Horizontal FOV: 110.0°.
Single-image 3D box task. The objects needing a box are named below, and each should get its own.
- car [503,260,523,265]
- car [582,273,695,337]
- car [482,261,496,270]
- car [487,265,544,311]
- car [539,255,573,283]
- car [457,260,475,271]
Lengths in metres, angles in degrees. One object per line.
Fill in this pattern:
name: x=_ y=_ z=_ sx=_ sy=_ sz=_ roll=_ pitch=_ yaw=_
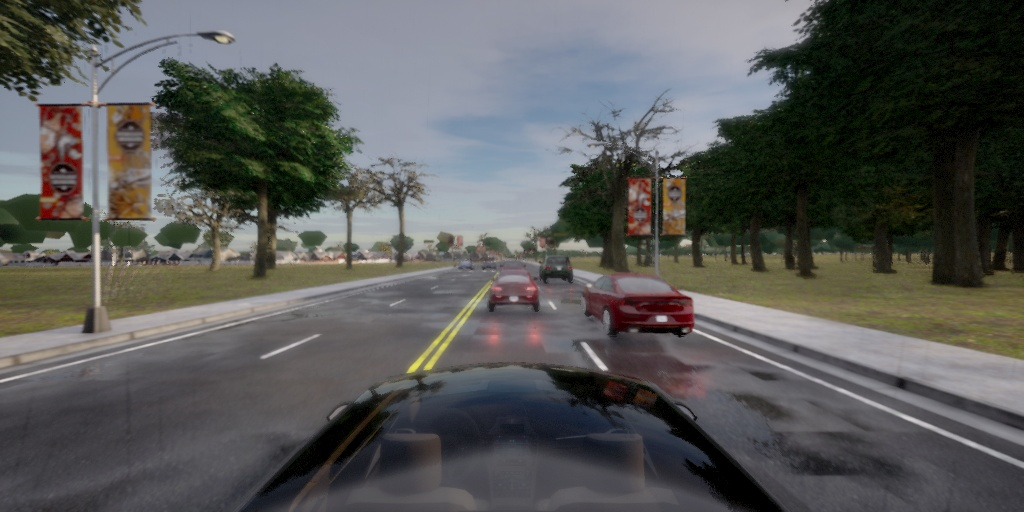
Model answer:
car: x=0.079 y=1.092 z=28.484 sx=2.097 sy=1.767 sz=4.553 roll=0 pitch=0 yaw=0
car: x=3.301 y=1.219 z=10.339 sx=1.882 sy=1.535 sz=5.008 roll=0 pitch=0 yaw=0
car: x=-3.307 y=1.371 z=52.532 sx=1.994 sy=1.385 sz=4.181 roll=0 pitch=0 yaw=0
car: x=0.077 y=1.264 z=14.280 sx=1.812 sy=1.442 sz=4.674 roll=0 pitch=0 yaw=0
car: x=3.325 y=0.964 z=27.730 sx=2.150 sy=2.045 sz=5.566 roll=0 pitch=0 yaw=0
car: x=-6.562 y=1.329 z=51.491 sx=1.812 sy=1.442 sz=4.674 roll=0 pitch=0 yaw=0
